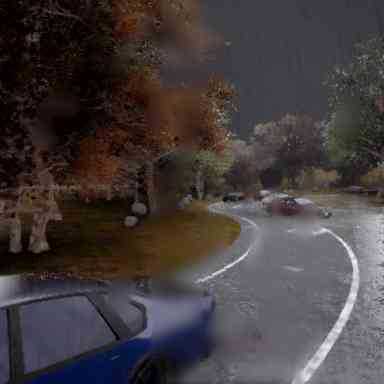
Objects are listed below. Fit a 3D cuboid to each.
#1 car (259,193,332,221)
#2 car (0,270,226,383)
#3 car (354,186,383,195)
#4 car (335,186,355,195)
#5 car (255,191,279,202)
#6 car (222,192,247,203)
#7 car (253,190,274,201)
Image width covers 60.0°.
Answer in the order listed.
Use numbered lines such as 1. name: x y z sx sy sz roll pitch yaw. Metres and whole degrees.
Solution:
1. car: 7.019 1.053 22.358 1.812 1.442 4.674 -3 2 -31
2. car: -1.943 1.551 2.937 2.033 1.411 5.357 0 0 45
3. car: 28.501 -0.189 51.793 4.718 1.301 1.895 -1 1 12
4. car: 26.341 -0.307 55.277 4.674 1.442 1.812 -1 1 6
5. car: 7.580 0.896 28.761 1.812 1.442 4.674 -2 2 -14
6. car: 5.533 0.714 43.435 1.895 1.301 4.718 -1 1 27
7. car: 9.961 0.430 44.512 1.882 1.535 5.008 -1 1 38
